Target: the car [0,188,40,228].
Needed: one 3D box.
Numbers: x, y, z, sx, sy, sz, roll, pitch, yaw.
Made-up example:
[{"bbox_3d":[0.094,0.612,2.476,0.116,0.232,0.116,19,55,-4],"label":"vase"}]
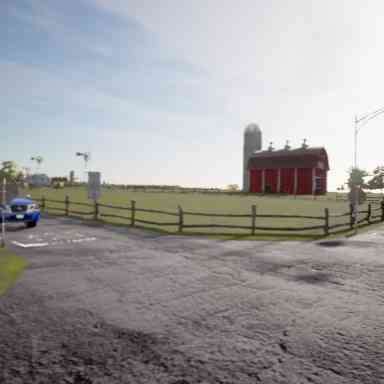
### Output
[{"bbox_3d":[-9.727,0.656,16.691,5.566,2.045,2.150,2,1,42],"label":"car"}]
